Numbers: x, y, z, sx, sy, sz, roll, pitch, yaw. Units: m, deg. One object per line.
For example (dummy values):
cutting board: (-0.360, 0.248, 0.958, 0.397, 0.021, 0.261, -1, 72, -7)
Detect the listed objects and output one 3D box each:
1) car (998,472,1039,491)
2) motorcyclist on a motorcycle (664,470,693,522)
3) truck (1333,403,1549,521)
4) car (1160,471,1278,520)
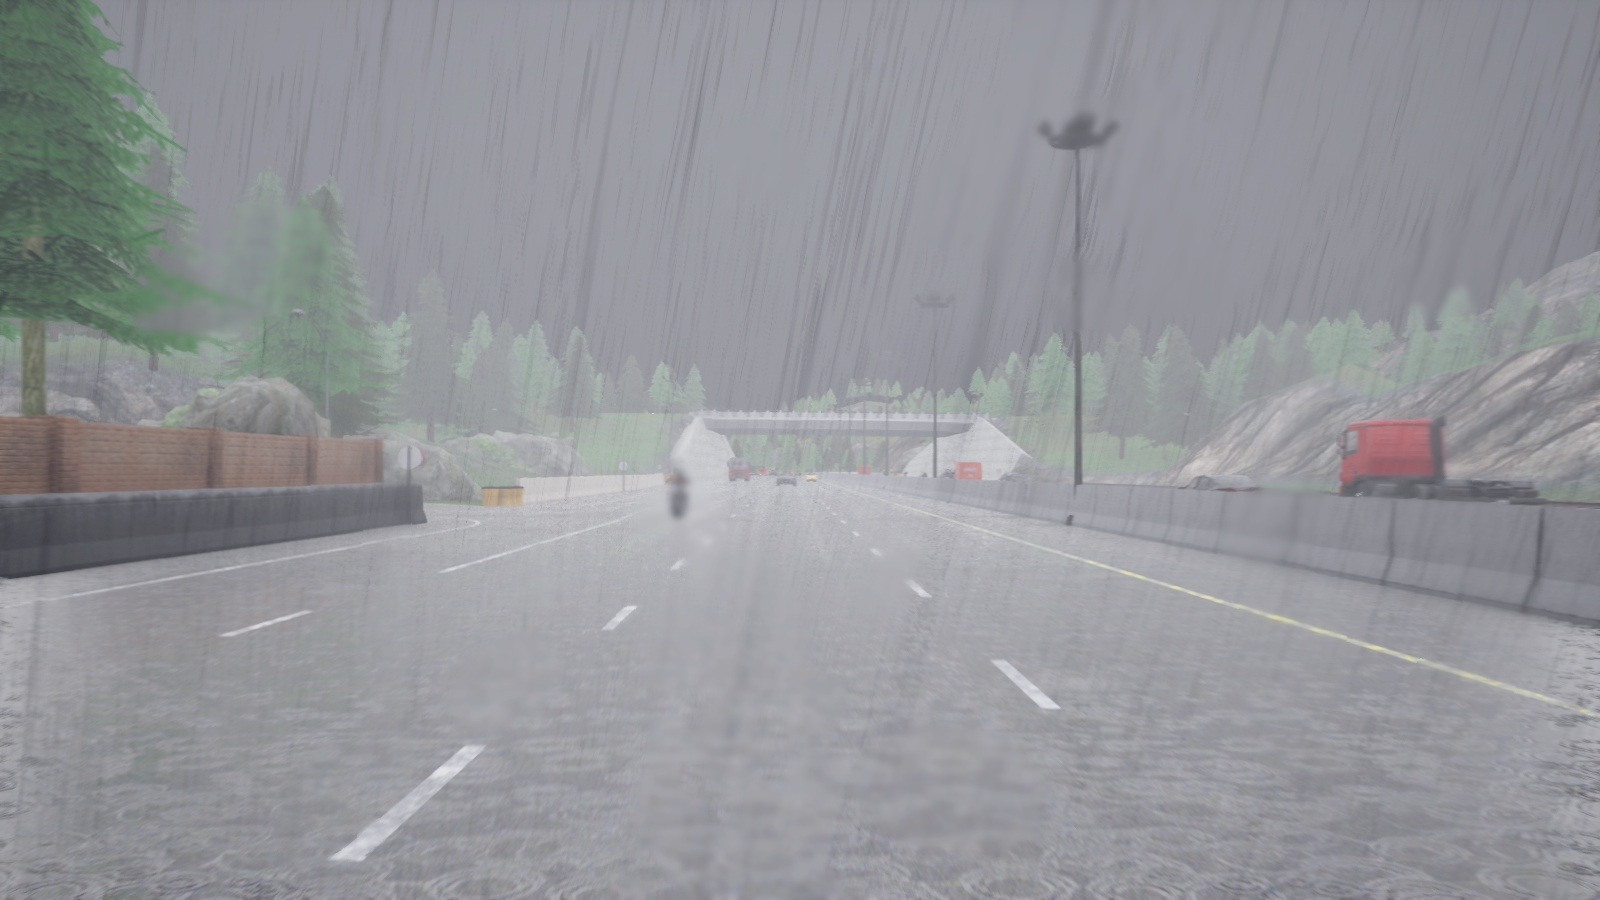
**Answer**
car: (16.455, 2.356, 94.795, 2.033, 1.411, 5.357, 0, -1, -1)
motorcyclist on a motorcycle: (-3.949, 1.466, 40.951, 0.766, 1.649, 2.350, 0, -1, -1)
truck: (20.547, 0.411, 40.925, 2.891, 3.462, 7.936, 0, -1, -1)
car: (13.552, 1.428, 40.946, 2.163, 1.488, 4.792, 0, -1, -1)
